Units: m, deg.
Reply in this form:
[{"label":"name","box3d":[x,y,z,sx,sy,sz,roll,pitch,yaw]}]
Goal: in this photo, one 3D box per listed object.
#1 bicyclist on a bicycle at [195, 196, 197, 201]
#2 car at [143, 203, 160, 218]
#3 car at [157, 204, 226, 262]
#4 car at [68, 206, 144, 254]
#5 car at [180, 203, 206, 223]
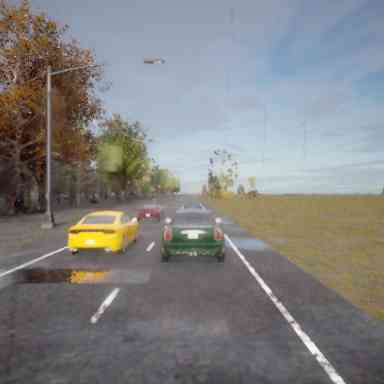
[{"label":"bicyclist on a bicycle","box3d":[1.014,1.829,88.899,0.866,1.612,1.509,0,0,0]},{"label":"car","box3d":[-3.431,1.649,28.335,1.812,1.442,4.674,0,0,1]},{"label":"car","box3d":[0.053,1.406,12.548,2.097,1.767,4.553,0,0,1]},{"label":"car","box3d":[-3.437,1.538,13.778,1.882,1.535,5.008,0,0,0]},{"label":"car","box3d":[0.065,1.686,27.820,1.994,1.385,4.181,0,0,0]}]
